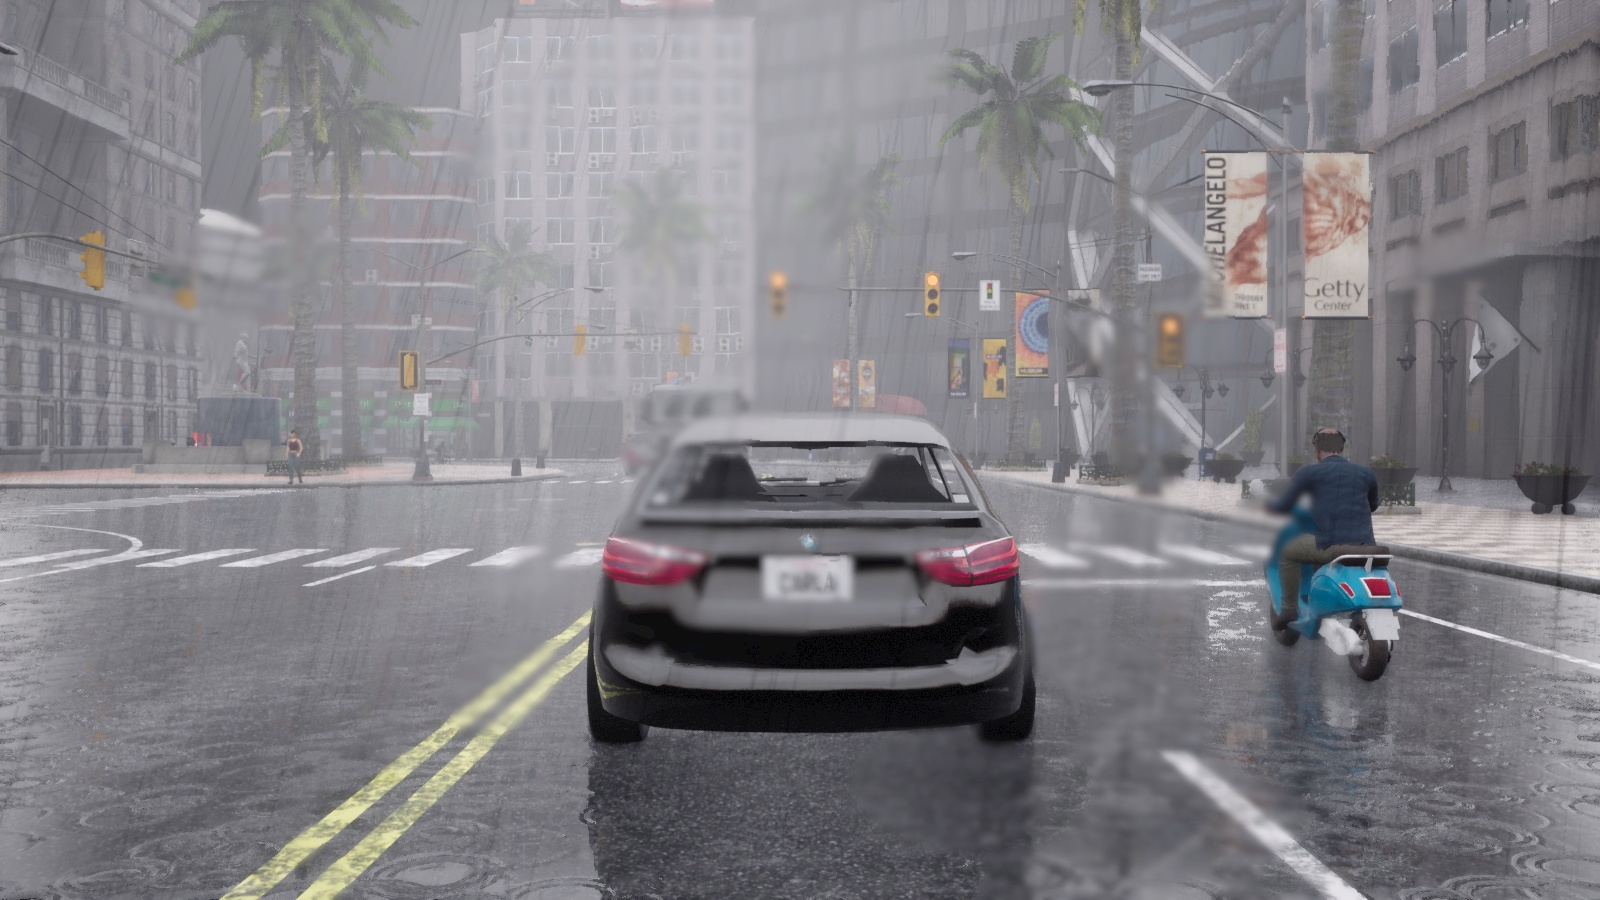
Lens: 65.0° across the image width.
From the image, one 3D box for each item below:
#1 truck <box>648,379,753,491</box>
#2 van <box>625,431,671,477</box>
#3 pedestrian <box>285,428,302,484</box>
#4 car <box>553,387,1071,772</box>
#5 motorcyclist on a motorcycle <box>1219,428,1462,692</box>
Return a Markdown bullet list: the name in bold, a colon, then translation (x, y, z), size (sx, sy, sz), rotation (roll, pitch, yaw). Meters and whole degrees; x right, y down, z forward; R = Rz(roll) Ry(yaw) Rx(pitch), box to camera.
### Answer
- **truck**: translation (-3.250, -0.481, 42.980), size (2.891, 3.462, 7.936), rotation (0, 0, 0)
- **van**: translation (-6.789, 0.175, 56.416), size (1.775, 1.987, 4.442), rotation (0, 0, -3)
- **pedestrian**: translation (-16.833, 0.197, 41.745), size (0.345, 1.836, 0.594), rotation (0, 0, -1)
- **car**: translation (0.062, 0.547, 7.745), size (2.242, 1.667, 4.611), rotation (0, 0, 0)
- **motorcyclist on a motorcycle**: translation (3.552, 0.655, 8.461), size (0.866, 1.590, 1.817), rotation (0, 0, 1)
